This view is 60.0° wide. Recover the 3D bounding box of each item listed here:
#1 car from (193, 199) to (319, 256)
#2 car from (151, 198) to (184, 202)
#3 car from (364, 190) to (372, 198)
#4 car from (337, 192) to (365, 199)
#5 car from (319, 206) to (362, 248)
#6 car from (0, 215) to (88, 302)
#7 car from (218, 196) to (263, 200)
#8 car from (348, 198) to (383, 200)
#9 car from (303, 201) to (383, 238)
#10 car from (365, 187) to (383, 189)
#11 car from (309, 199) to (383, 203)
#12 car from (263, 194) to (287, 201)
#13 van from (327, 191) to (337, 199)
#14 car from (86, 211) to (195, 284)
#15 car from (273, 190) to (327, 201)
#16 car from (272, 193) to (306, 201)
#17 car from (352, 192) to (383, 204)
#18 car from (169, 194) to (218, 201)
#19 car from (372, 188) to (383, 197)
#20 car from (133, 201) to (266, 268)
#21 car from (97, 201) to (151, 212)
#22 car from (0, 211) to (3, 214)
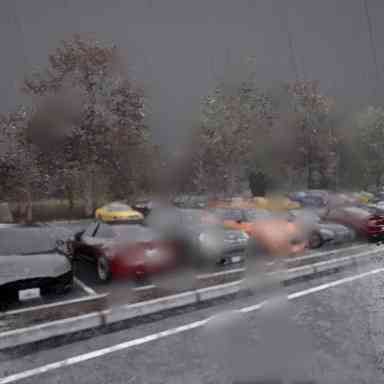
[{"bbox_3d":[2.297,1.363,13.232,2.185,1.767,4.553,-1,1,-35],"label":"car"},{"bbox_3d":[-3.044,1.452,25.428,2.097,1.535,5.008,-1,1,-35],"label":"car"},{"bbox_3d":[19.880,0.822,41.474,2.097,1.535,5.008,-2,1,-35],"label":"car"},{"bbox_3d":[17.601,0.932,39.876,2.002,1.452,4.674,-2,1,-35],"label":"car"},{"bbox_3d":[4.598,1.496,14.808,2.002,1.452,4.674,-1,1,-35],"label":"car"},{"bbox_3d":[-4.513,1.563,8.392,2.163,1.488,4.792,0,0,-35],"label":"car"},{"bbox_3d":[3.795,1.182,30.247,2.185,1.767,4.553,-1,1,-35],"label":"car"},{"bbox_3d":[11.469,1.339,19.579,2.163,1.488,4.792,-2,1,-35],"label":"car"},{"bbox_3d":[6.887,1.415,16.400,2.097,1.535,5.008,-1,1,-35],"label":"car"},{"bbox_3d":[26.737,0.359,46.233,2.435,2.045,5.566,-2,1,-35],"label":"car"},{"bbox_3d":[9.172,1.366,18.000,2.097,1.535,5.008,-1,1,-35],"label":"car"},{"bbox_3d":[6.100,1.243,31.816,2.097,1.535,5.008,-2,1,-35],"label":"car"},{"bbox_3d":[13.103,0.806,36.582,1.878,1.987,4.442,-2,1,-35],"label":"van"},{"bbox_3d":[-2.262,1.557,10.038,2.163,1.488,4.792,0,0,-35],"label":"car"},{"bbox_3d":[10.771,0.850,35.057,2.435,2.045,5.566,-2,1,-35],"label":"car"},{"bbox_3d":[8.372,1.167,33.639,1.946,1.575,5.366,-2,1,-35],"label":"car"},{"bbox_3d":[24.427,0.710,44.686,2.163,1.488,4.792,-2,1,-35],"label":"car"},{"bbox_3d":[-0.776,1.161,27.044,2.435,2.045,5.566,-1,1,-35],"label":"car"},{"bbox_3d":[15.991,0.924,22.814,2.435,2.045,5.566,-2,1,-35],"label":"car"},{"bbox_3d":[0.019,1.387,11.638,2.185,1.767,4.553,-1,0,-35],"label":"car"},{"bbox_3d":[-5.220,1.481,23.672,1.946,1.575,5.366,-1,0,-35],"label":"car"},{"bbox_3d":[-12.069,1.529,19.096,2.231,1.521,4.892,0,0,-35],"label":"car"}]
